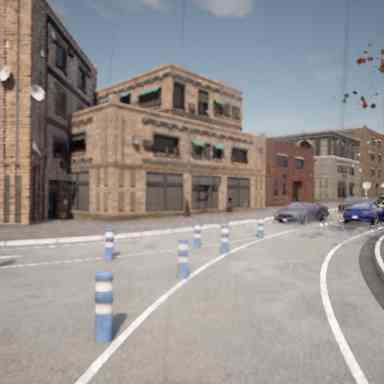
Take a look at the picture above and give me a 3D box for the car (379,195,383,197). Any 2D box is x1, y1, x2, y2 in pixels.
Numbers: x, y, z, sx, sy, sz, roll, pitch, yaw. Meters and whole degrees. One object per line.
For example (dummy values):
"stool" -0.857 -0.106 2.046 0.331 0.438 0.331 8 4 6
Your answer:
"car" 23.698 0.944 40.015 1.994 1.385 4.181 1 -2 44

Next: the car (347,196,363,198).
"car" 15.416 1.130 31.313 1.882 1.535 5.008 1 1 43

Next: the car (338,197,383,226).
"car" 11.606 1.351 22.222 1.812 1.442 4.674 0 1 42

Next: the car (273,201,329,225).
"car" 7.792 1.374 23.291 2.033 1.411 5.357 1 1 43
